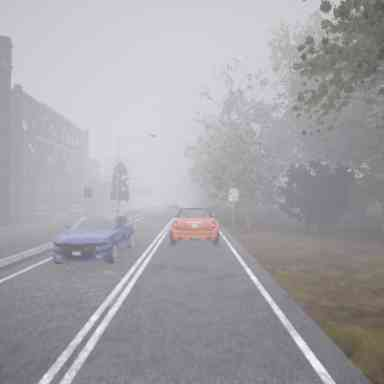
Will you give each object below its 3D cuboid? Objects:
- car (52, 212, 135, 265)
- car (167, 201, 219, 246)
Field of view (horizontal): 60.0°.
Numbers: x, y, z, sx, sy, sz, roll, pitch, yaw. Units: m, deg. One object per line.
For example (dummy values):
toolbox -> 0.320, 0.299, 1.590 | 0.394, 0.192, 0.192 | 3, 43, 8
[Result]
car -> -3.338, 1.523, 12.118 | 1.882, 1.535, 5.008 | 0, 0, 0
car -> 0.117, 1.424, 15.882 | 2.097, 1.767, 4.553 | 0, 0, 0
